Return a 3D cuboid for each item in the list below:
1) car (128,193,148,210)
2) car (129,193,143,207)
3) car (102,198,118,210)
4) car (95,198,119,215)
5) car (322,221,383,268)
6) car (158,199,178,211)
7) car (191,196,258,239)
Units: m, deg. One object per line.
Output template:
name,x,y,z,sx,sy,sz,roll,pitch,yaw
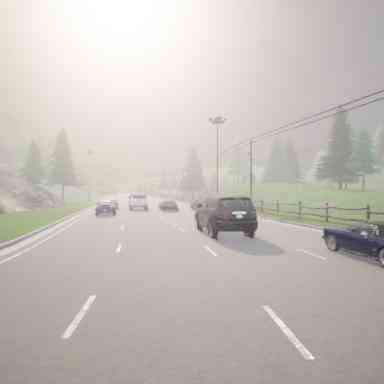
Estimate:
car,-6.862,1.218,42.542,2.150,2.045,5.566,0,0,-11
car,-8.990,1.218,53.059,2.150,2.045,5.566,0,0,-11
car,-10.576,1.523,43.237,1.812,1.442,4.674,0,0,-11
car,-8.554,1.523,33.224,1.812,1.442,4.674,0,0,-11
car,6.279,1.600,11.002,1.895,1.301,4.718,0,0,-7
car,-2.996,1.560,41.068,1.994,1.385,4.181,0,0,-11
car,1.651,1.218,17.698,2.150,2.045,5.566,0,0,-10
